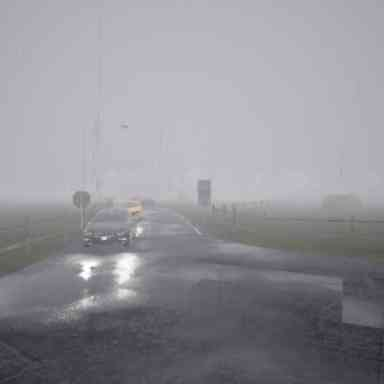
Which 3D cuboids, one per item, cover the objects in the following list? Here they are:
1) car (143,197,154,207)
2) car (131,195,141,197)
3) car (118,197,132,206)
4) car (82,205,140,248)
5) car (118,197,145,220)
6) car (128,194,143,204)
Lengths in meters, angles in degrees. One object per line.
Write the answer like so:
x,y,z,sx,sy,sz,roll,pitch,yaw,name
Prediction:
-6.963,1.466,50.827,1.882,1.535,5.008,0,0,-15,car
-7.487,1.507,40.660,2.128,1.511,4.902,0,0,-12,car
-11.399,1.540,56.220,1.812,1.442,4.674,0,0,-17,car
-3.539,1.536,14.970,1.837,1.490,4.892,0,0,-5,car
-5.272,1.504,28.661,1.882,1.535,5.008,0,0,-9,car
-10.674,1.319,62.870,2.097,1.767,4.553,0,0,-19,car
